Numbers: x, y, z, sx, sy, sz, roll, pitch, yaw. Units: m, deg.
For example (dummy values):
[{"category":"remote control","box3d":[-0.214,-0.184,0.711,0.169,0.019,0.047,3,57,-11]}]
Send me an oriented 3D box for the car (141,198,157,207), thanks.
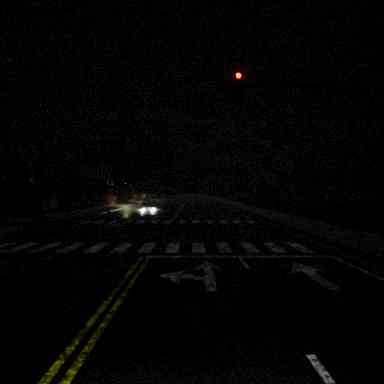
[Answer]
[{"category":"car","box3d":[-6.404,1.593,49.728,1.895,1.301,4.718,0,0,0]}]
